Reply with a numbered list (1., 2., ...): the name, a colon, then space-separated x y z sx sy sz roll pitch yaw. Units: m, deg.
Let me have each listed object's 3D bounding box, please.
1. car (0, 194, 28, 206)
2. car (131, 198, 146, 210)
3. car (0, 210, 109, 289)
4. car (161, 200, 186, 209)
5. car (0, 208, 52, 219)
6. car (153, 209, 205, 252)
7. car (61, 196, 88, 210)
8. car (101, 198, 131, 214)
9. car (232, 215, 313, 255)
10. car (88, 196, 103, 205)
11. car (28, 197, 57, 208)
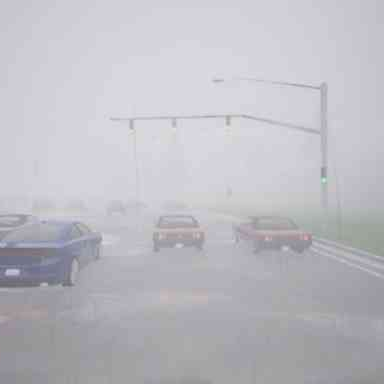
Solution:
1. car: -30.993 1.313 58.184 5.566 2.045 2.150 0 0 27
2. car: -7.231 1.523 42.184 1.812 1.442 4.674 0 0 -25
3. car: -3.823 1.487 9.275 1.882 1.535 5.008 0 0 -4
4. car: -2.331 1.577 40.366 1.895 1.301 4.718 0 0 -20
5. car: -7.763 1.624 14.666 1.895 1.301 4.718 0 0 -6
6. car: -0.663 1.592 13.948 1.895 1.301 4.718 0 0 -5
7. car: -14.781 1.537 41.727 1.837 1.490 4.892 1 0 -28
8. car: -8.131 1.554 35.335 2.033 1.411 5.357 0 0 -18
9. car: 2.911 1.576 13.260 1.895 1.301 4.718 0 0 -5
10. car: -17.672 1.554 61.657 4.674 1.442 1.812 0 0 38
11. car: -18.825 1.541 41.770 2.128 1.511 4.902 0 0 -31
